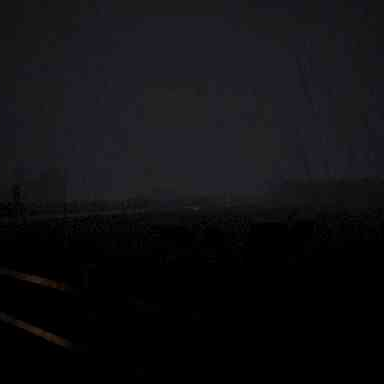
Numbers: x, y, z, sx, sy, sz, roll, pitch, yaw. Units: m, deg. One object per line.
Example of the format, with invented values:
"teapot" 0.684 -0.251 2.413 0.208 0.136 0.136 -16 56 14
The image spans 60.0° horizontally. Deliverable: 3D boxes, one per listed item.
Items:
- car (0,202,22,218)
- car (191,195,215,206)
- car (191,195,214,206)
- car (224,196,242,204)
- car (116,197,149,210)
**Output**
"car" -17.882 1.672 29.804 1.882 1.535 5.008 -1 0 35
"car" 2.050 1.401 58.605 2.097 1.767 4.553 -1 0 35
"car" 1.741 1.522 53.215 1.837 1.490 4.892 -1 0 35
"car" 7.606 1.471 61.827 1.837 1.490 4.892 -1 0 35
"car" -7.887 1.472 44.326 2.097 1.767 4.553 -1 0 35
